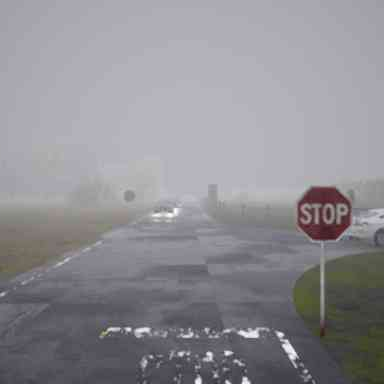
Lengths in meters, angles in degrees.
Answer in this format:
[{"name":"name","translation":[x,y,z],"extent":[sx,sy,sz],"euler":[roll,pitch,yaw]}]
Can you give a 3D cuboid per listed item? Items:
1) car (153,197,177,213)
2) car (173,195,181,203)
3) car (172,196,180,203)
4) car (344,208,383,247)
[{"name":"car","translation":[-2.995,1.538,35.796],"extent":[1.994,1.385,4.181],"euler":[0,0,0]},{"name":"car","translation":[-3.200,1.401,65.811],"extent":[2.097,1.767,4.553],"euler":[0,0,-1]},{"name":"car","translation":[-3.114,1.577,48.482],"extent":[1.895,1.301,4.718],"euler":[0,0,0]},{"name":"car","translation":[8.477,1.391,13.822],"extent":[4.674,1.442,1.812],"euler":[0,-2,-9]}]
